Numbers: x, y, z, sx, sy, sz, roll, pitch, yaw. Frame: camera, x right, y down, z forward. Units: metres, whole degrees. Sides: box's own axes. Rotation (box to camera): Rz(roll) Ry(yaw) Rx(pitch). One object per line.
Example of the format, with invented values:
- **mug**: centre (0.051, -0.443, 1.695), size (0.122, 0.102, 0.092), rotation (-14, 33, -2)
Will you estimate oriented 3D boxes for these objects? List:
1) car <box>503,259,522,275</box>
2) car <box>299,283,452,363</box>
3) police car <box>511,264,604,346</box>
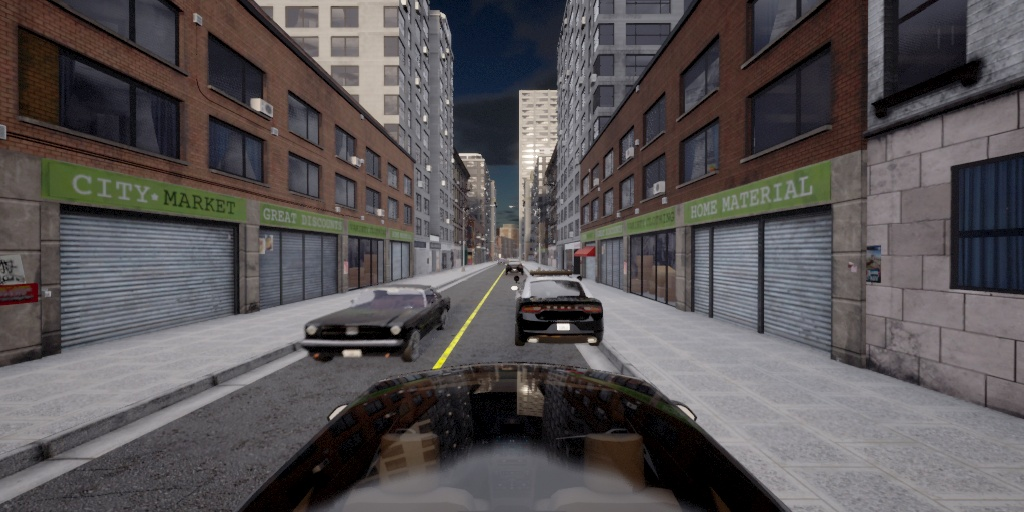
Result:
- **car**: centre (0.280, 1.248, 38.871), size (1.882, 1.535, 5.008), rotation (0, 0, 0)
- **car**: centre (-2.709, 1.350, 8.296), size (1.895, 1.301, 4.718), rotation (0, 0, 0)
- **police car**: centre (1.010, 1.176, 9.544), size (1.930, 1.638, 5.238), rotation (0, 0, 0)
